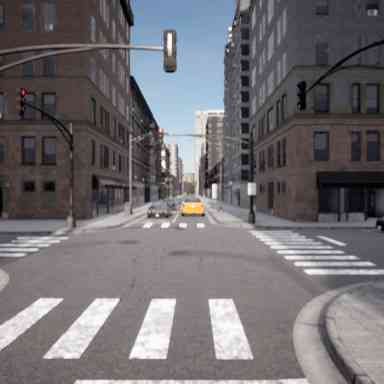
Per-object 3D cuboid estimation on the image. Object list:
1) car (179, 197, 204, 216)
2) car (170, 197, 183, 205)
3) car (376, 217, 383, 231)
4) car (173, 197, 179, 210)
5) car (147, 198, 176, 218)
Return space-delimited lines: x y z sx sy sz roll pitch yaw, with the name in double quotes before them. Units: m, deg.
"car" 0.082 1.349 32.832 2.097 1.767 4.553 0 0 0
"car" -2.811 1.575 61.308 2.033 1.411 5.357 0 0 0
"car" 12.358 1.556 18.047 4.313 1.339 1.947 0 0 0
"car" -2.868 1.505 40.712 1.837 1.490 4.892 0 0 0
"car" -2.867 1.543 30.134 2.033 1.411 5.357 0 0 0
